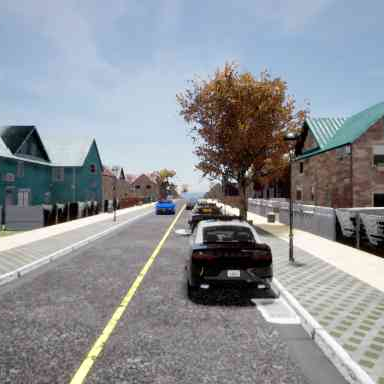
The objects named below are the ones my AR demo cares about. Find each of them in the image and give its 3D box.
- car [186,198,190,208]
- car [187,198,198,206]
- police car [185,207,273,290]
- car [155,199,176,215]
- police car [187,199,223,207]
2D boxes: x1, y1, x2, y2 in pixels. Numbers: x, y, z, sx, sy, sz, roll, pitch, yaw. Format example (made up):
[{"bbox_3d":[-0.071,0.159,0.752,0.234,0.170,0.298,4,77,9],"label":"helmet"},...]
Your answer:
[{"bbox_3d":[0.112,1.642,45.053,2.033,1.411,5.357,0,0,1],"label":"car"},{"bbox_3d":[0.118,1.758,62.058,1.994,1.385,4.181,0,0,0],"label":"car"},{"bbox_3d":[0.843,1.429,9.250,1.930,1.638,5.238,0,0,0],"label":"police car"},{"bbox_3d":[-2.685,1.512,34.340,1.882,1.535,5.008,0,0,0],"label":"car"},{"bbox_3d":[0.861,1.436,19.251,1.930,1.638,5.238,0,0,0],"label":"police car"}]
